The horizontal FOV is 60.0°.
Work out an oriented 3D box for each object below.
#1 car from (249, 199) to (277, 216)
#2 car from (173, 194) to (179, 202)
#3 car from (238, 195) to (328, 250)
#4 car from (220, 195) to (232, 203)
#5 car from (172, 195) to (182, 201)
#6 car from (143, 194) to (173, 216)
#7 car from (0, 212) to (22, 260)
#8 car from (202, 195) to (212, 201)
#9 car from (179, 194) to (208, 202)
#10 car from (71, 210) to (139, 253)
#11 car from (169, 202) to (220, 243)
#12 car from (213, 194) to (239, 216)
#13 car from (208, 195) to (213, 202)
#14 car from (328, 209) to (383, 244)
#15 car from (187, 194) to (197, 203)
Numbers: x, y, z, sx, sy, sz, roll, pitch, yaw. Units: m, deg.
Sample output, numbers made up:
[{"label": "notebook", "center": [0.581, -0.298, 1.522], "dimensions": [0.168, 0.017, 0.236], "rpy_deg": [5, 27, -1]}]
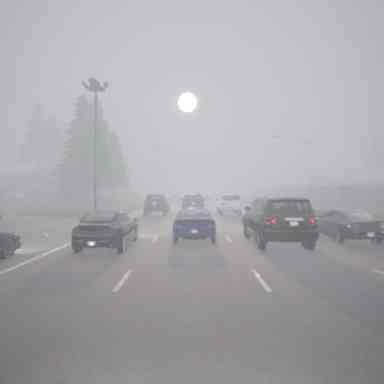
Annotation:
[{"label": "car", "center": [7.106, 1.467, 33.740], "dimensions": [1.837, 1.490, 4.892], "rpy_deg": [0, 0, 0]}, {"label": "car", "center": [-3.488, 1.256, 68.853], "dimensions": [2.097, 1.767, 4.553], "rpy_deg": [0, 0, 0]}, {"label": "car", "center": [3.604, 1.205, 14.422], "dimensions": [2.150, 2.045, 5.566], "rpy_deg": [0, 0, 0]}, {"label": "car", "center": [7.012, 1.436, 69.265], "dimensions": [2.128, 1.511, 4.902], "rpy_deg": [0, 0, 0]}, {"label": "car", "center": [-3.487, 1.341, 78.474], "dimensions": [2.033, 1.411, 5.357], "rpy_deg": [0, 0, 0]}, {"label": "car", "center": [-3.394, 1.185, 32.631], "dimensions": [2.150, 2.045, 5.566], "rpy_deg": [0, 0, 0]}, {"label": "car", "center": [-6.939, 1.537, 9.353], "dimensions": [2.033, 1.411, 5.357], "rpy_deg": [0, 0, -1]}, {"label": "car", "center": [3.513, 1.340, 78.473], "dimensions": [2.033, 1.411, 5.357], "rpy_deg": [0, 0, 0]}, {"label": "car", "center": [0.106, 1.185, 32.682], "dimensions": [2.150, 2.045, 5.566], "rpy_deg": [0, 0, 0]}, {"label": "car", "center": [-3.398, 1.489, 13.677], "dimensions": [1.837, 1.490, 4.892], "rpy_deg": [0, 0, 0]}, {"label": "car", "center": [0.103, 1.459, 16.118], "dimensions": [1.882, 1.535, 5.008], "rpy_deg": [0, 0, 0]}, {"label": "car", "center": [3.605, 1.184, 32.679], "dimensions": [2.150, 2.045, 5.566], "rpy_deg": [0, 0, 0]}, {"label": "car", "center": [3.512, 1.463, 68.049], "dimensions": [2.033, 1.411, 5.357], "rpy_deg": [0, 0, 0]}, {"label": "car", "center": [7.091, 1.508, 15.506], "dimensions": [1.812, 1.442, 4.674], "rpy_deg": [0, 0, 0]}, {"label": "car", "center": [0.012, 1.256, 68.853], "dimensions": [2.097, 1.767, 4.553], "rpy_deg": [0, 0, 0]}]
